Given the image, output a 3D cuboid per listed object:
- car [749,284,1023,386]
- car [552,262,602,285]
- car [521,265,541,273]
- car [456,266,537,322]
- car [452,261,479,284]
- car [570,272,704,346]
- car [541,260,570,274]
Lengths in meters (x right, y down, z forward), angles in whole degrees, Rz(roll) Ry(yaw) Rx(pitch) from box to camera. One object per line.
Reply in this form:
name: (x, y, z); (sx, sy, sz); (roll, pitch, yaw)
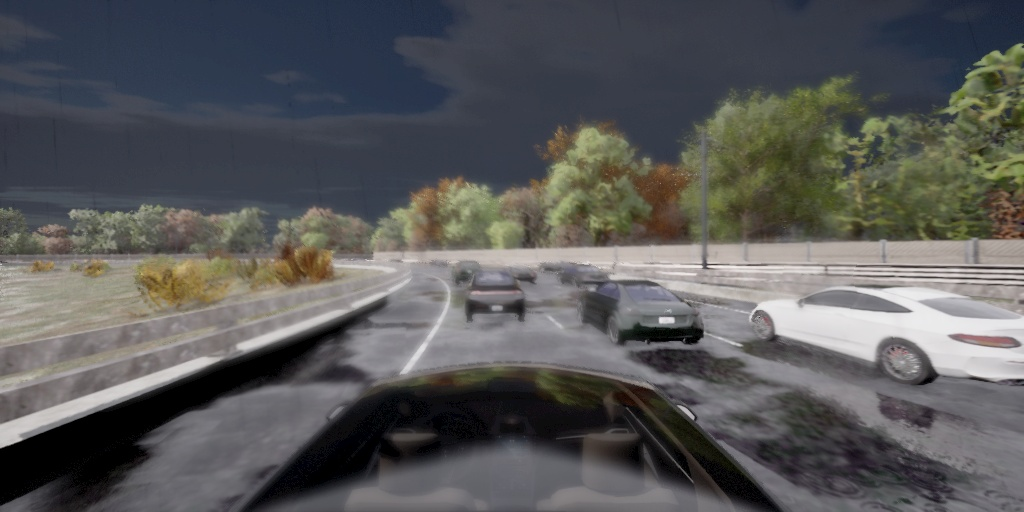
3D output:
car: (6.792, 1.252, 6.828); (1.812, 1.442, 4.674); (0, 0, -3)
car: (4.595, 1.308, 23.812); (2.033, 1.411, 5.357); (0, 0, -11)
car: (0.356, 1.383, 26.807); (1.895, 1.301, 4.718); (0, 0, -13)
car: (-0.666, 1.259, 12.436); (2.128, 1.511, 4.902); (0, 0, -6)
car: (-3.491, 1.153, 27.733); (2.097, 1.767, 4.553); (0, 0, -14)
car: (3.099, 1.312, 9.497); (1.994, 1.385, 4.181); (0, 0, -4)
car: (5.016, 1.178, 39.528); (2.128, 1.511, 4.902); (0, 0, -42)
